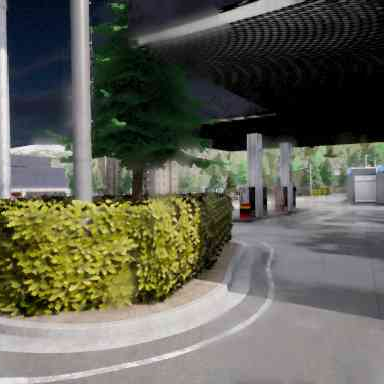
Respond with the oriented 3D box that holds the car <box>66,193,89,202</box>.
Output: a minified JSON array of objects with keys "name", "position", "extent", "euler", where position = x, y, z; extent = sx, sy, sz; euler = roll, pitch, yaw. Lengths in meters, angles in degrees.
[{"name":"car","position":[-22.891,1.103,66.488],"extent":[4.605,1.855,1.932],"euler":[-1,1,35]}]

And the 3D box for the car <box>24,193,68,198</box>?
[{"name":"car","position":[-14.770,1.183,33.590],"extent":[3.866,1.878,1.905],"euler":[-1,1,35]}]

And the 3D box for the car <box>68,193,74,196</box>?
[{"name":"car","position":[-24.237,1.124,63.879],"extent":[3.866,1.878,1.905],"euler":[-1,1,35]}]

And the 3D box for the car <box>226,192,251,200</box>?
[{"name":"car","position":[9.212,0.812,66.501],"extent":[4.514,1.523,2.007],"euler":[-1,1,35]}]

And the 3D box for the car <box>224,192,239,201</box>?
[{"name":"car","position":[7.439,0.851,63.912],"extent":[5.027,1.636,2.152],"euler":[-1,1,35]}]
